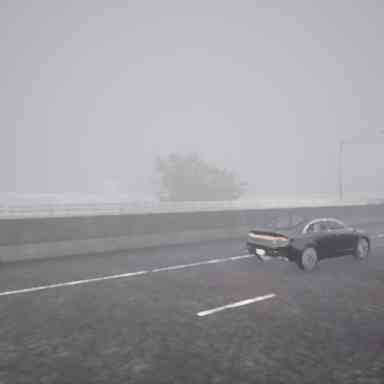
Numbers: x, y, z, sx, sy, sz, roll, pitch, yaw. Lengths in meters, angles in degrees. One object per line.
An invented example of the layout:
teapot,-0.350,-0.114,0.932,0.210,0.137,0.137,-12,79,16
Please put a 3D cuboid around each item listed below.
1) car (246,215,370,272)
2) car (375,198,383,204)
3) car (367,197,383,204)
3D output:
car,3.953,1.507,10.930,4.902,1.511,2.128,0,0,-35
car,7.673,1.242,9.264,5.566,2.045,2.150,0,0,-35
car,28.041,1.565,49.727,4.892,1.490,1.837,0,0,-35
